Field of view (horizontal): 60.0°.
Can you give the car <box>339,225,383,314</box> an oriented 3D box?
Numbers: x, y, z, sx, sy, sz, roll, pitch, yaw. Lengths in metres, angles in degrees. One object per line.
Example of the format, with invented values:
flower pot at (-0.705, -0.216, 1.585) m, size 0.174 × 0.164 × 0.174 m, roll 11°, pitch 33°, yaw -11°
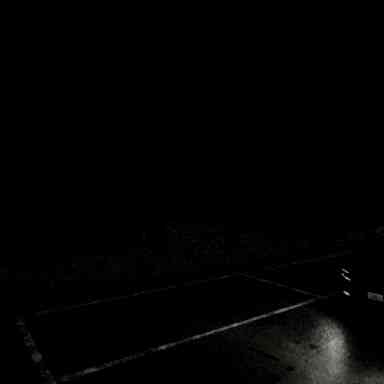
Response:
car at (5.098, 1.476, 6.998) m, size 5.008 × 1.535 × 1.882 m, roll 0°, pitch 0°, yaw -35°
